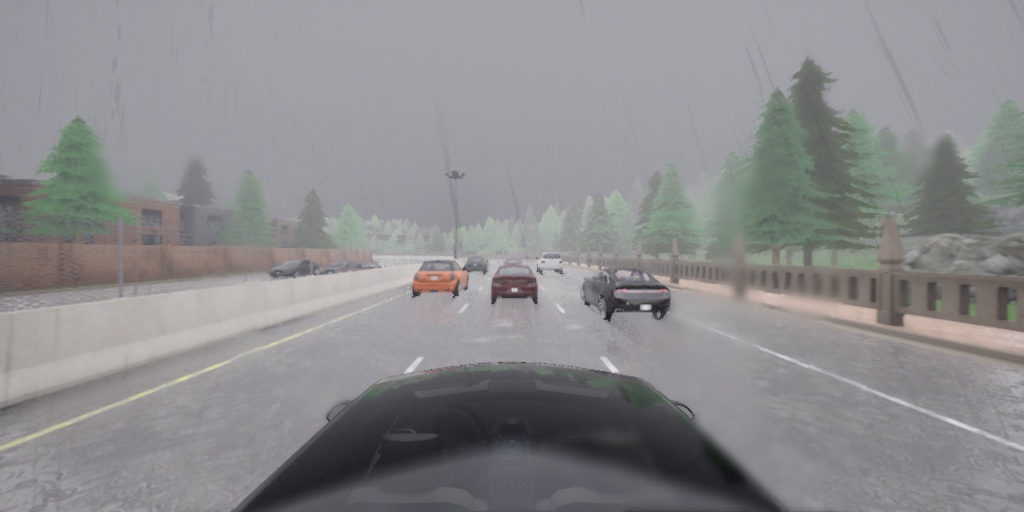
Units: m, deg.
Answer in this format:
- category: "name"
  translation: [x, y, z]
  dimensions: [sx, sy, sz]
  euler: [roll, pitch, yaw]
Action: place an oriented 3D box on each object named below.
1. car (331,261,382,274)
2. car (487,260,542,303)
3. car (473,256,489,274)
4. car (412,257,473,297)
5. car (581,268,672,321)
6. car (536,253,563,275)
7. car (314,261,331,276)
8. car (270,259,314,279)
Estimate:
- category: "car"
  translation: [-10.605, 1.144, 25.527]
  dimensions: [1.895, 1.301, 4.718]
  euler: [0, 0, 0]
- category: "car"
  translation: [0.097, 1.104, 15.947]
  dimensions: [1.882, 1.535, 5.008]
  euler: [0, 0, 0]
- category: "car"
  translation: [-3.408, 0.812, 35.196]
  dimensions: [2.097, 1.767, 4.553]
  euler: [0, 0, 0]
- category: "car"
  translation: [-3.404, 0.962, 17.833]
  dimensions: [2.097, 1.767, 4.553]
  euler: [0, 0, 0]
- category: "car"
  translation: [3.597, 1.152, 12.066]
  dimensions: [2.128, 1.511, 4.902]
  euler: [0, 0, 0]
- category: "car"
  translation: [3.594, 0.686, 34.687]
  dimensions: [2.150, 2.045, 5.566]
  euler: [0, 0, 0]
- category: "car"
  translation: [-14.104, 1.071, 29.800]
  dimensions: [1.994, 1.385, 4.181]
  euler: [0, 0, 0]
- category: "car"
  translation: [-17.604, 1.015, 29.393]
  dimensions: [1.837, 1.490, 4.892]
  euler: [0, 1, 0]
